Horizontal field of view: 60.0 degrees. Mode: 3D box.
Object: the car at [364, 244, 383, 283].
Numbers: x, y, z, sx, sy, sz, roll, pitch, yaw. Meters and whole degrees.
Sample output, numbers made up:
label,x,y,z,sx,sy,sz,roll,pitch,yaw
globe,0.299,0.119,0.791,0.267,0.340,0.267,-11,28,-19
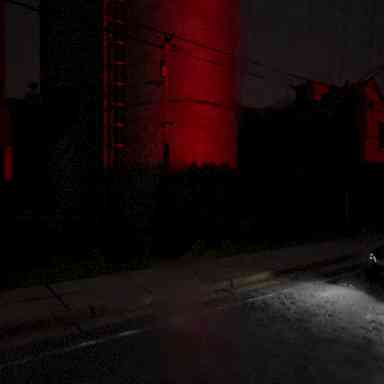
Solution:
label,x,y,z,sx,sy,sz,roll,pitch,yaw
car,6.310,1.518,8.503,4.674,1.442,1.812,0,0,-36
